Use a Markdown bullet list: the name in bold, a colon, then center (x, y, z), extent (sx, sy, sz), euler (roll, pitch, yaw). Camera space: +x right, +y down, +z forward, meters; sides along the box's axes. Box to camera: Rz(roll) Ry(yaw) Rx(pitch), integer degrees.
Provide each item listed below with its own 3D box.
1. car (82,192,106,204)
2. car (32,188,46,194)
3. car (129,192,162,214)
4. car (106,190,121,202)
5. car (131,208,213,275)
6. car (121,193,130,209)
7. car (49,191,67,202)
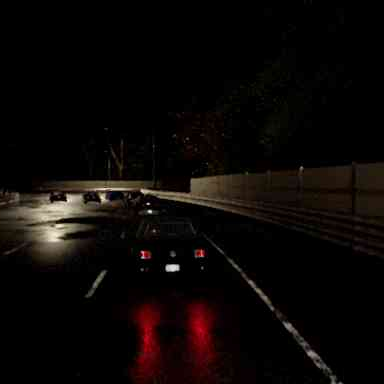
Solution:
- **car**: center (-12.169, 0.648, 40.217), extent (2.033, 1.411, 5.357), euler (-1, 1, -23)
- **car**: center (-37.762, -0.270, 82.149), extent (4.181, 1.385, 1.994), euler (1, 2, 40)
- **car**: center (-3.269, 0.965, 23.890), extent (1.837, 1.490, 4.892), euler (0, 1, -13)
- **car**: center (-10.511, 0.514, 45.124), extent (1.812, 1.442, 4.674), euler (-1, 1, -25)
- **car**: center (-0.706, 1.379, 9.715), extent (1.895, 1.301, 4.718), euler (0, 1, -7)
- **car**: center (-5.559, 0.774, 32.535), extent (1.837, 1.490, 4.892), euler (0, 2, -17)
- **car**: center (-17.787, 0.581, 44.107), extent (1.994, 1.385, 4.181), euler (-1, 1, -26)
